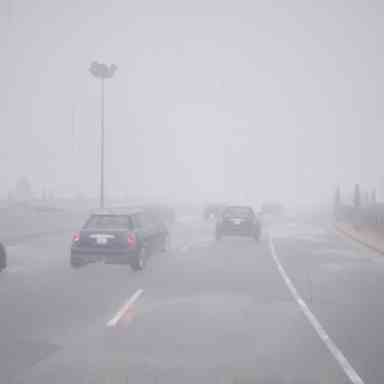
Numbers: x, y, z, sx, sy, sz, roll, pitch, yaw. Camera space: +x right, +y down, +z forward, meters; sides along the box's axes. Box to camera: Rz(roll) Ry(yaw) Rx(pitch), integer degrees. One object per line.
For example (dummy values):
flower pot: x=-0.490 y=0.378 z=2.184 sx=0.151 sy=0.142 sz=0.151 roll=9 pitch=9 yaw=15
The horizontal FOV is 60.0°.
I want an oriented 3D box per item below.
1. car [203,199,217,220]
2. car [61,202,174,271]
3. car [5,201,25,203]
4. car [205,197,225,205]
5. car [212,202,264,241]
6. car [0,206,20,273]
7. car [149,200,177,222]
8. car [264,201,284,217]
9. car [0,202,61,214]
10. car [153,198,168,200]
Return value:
car: x=2.422 y=1.649 z=28.902 sx=1.837 sy=1.490 sz=4.892 roll=0 pitch=0 yaw=20
car: x=-2.185 y=1.383 z=11.317 sx=2.097 sy=1.767 sz=4.553 roll=0 pitch=0 yaw=8
car: x=-15.967 y=1.577 z=29.725 sx=1.837 sy=1.490 sz=4.892 roll=0 pitch=-1 yaw=18
car: x=4.305 y=1.651 z=61.406 sx=2.128 sy=1.511 sz=4.902 roll=0 pitch=-1 yaw=23
car: x=2.536 y=1.432 z=17.321 sx=2.097 sy=1.767 sz=4.553 roll=0 pitch=0 yaw=12
car: x=-6.233 y=1.346 z=7.268 sx=2.097 sy=1.767 sz=4.553 roll=0 pitch=0 yaw=6
car: x=-2.608 y=1.605 z=25.012 sx=1.837 sy=1.490 sz=4.892 roll=0 pitch=0 yaw=17
car: x=8.432 y=1.688 z=34.643 sx=1.882 sy=1.535 sz=5.008 roll=0 pitch=0 yaw=22
car: x=-10.751 y=1.598 z=22.756 sx=2.033 sy=1.411 sz=5.357 roll=0 pitch=0 yaw=15
car: x=-4.898 y=1.607 z=48.545 sx=2.097 sy=1.767 sz=4.553 roll=0 pitch=0 yaw=23
